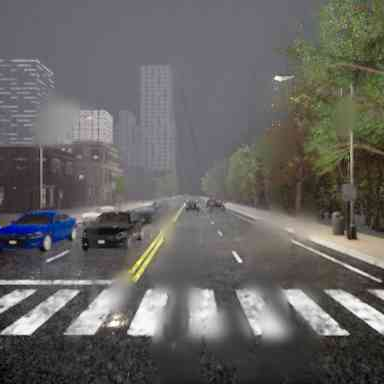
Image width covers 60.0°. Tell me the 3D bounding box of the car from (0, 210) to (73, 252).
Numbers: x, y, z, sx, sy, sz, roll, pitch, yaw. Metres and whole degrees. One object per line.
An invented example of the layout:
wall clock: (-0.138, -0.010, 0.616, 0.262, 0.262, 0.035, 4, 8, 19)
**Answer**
car: (-6.609, 1.588, 14.684, 1.882, 1.535, 5.008, 0, 0, -1)

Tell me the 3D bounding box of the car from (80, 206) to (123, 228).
car: (-6.598, 1.785, 24.730, 1.895, 1.301, 4.718, 0, 0, 0)

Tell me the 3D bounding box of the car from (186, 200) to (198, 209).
car: (0.006, 2.007, 54.879, 1.895, 1.301, 4.718, 0, 0, 0)

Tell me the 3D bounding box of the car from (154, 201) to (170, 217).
car: (-3.340, 1.750, 34.741, 2.128, 1.511, 4.902, 0, 0, 0)

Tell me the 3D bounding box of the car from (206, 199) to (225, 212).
car: (3.350, 1.823, 44.669, 2.128, 1.511, 4.902, 0, 0, 0)

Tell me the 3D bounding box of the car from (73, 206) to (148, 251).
car: (-3.351, 1.589, 14.804, 1.882, 1.535, 5.008, 0, 0, 0)

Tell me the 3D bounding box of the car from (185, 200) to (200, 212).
car: (0.101, 1.877, 44.386, 2.033, 1.411, 5.357, 0, 0, 0)

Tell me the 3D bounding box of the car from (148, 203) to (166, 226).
car: (-3.347, 1.749, 24.765, 1.994, 1.385, 4.181, 0, 0, 0)
